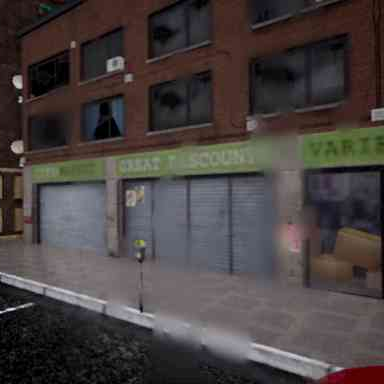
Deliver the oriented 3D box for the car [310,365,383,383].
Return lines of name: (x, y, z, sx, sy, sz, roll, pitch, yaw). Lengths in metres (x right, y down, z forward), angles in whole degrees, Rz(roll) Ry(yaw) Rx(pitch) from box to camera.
car: (2.511, 1.537, 1.093, 4.507, 1.381, 1.887, 0, -1, 35)
